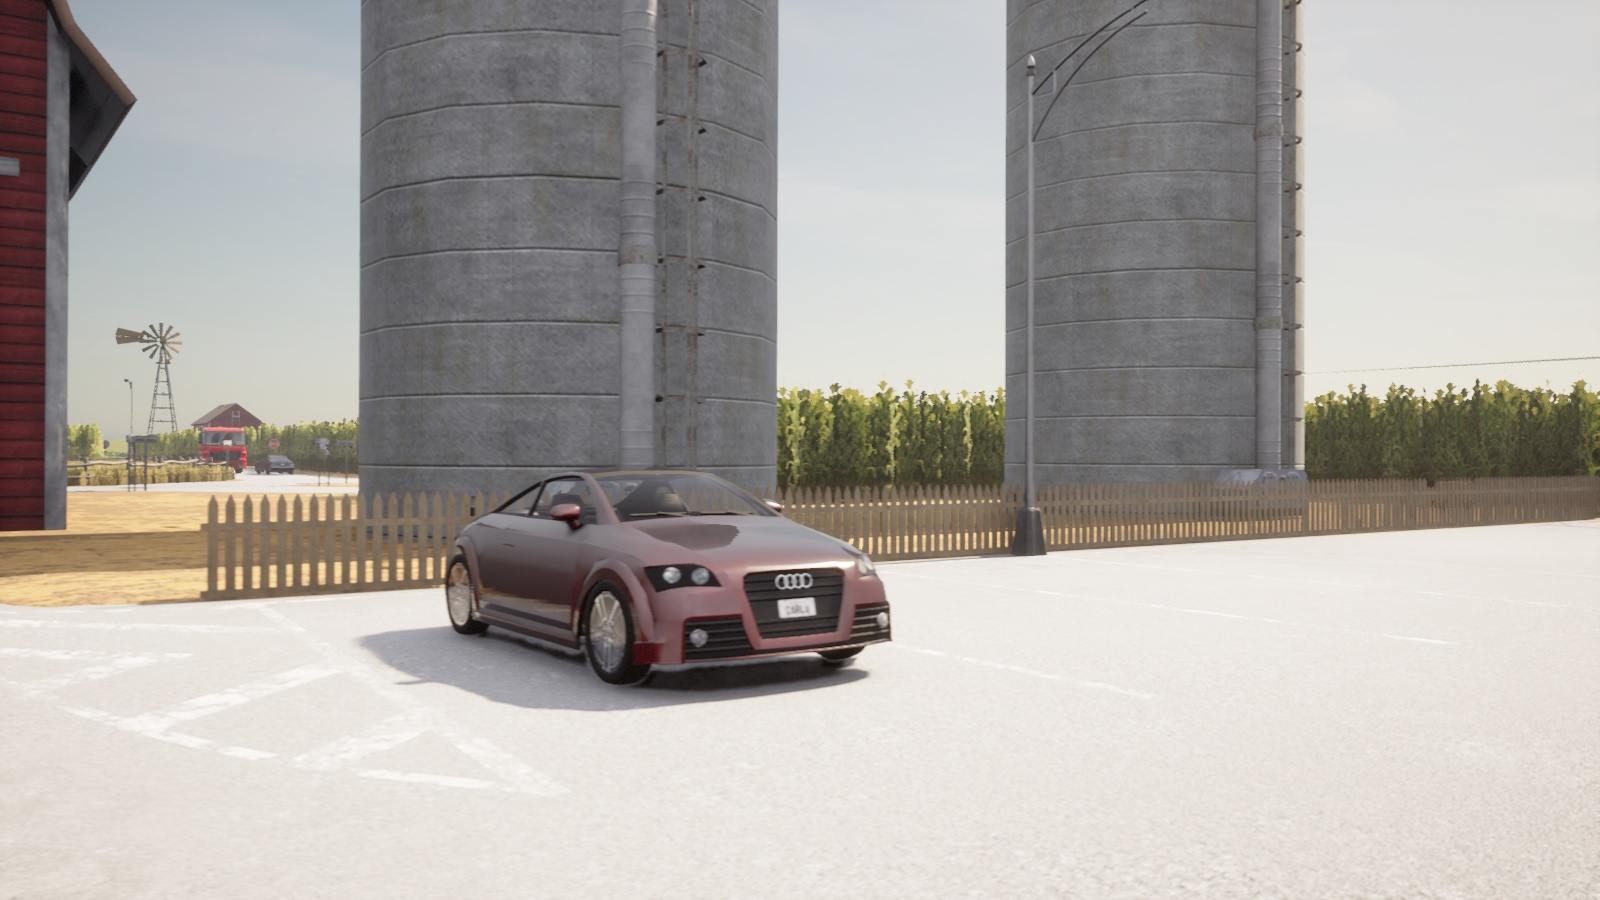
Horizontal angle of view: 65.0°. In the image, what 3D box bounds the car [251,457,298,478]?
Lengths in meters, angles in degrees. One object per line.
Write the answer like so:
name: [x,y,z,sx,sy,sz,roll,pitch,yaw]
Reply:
car: [-37.958,1.227,90.663,2.033,1.411,5.357,0,0,-35]
